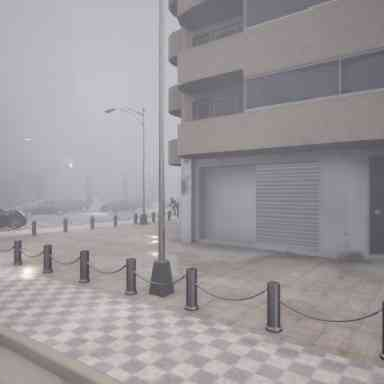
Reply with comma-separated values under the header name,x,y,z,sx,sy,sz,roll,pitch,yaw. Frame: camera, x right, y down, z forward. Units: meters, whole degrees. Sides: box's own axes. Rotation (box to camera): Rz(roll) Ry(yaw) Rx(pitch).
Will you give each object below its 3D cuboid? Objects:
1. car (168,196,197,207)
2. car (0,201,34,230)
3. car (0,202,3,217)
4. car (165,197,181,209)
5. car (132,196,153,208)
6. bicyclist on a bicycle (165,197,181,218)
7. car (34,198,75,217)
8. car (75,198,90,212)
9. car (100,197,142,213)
name,x,y,z,sx,sy,sz,roll,pitch,yaw
car,-1.382,1.449,51.286,1.837,1.490,4.892,0,0,36
car,-11.798,1.296,18.706,2.097,1.767,4.553,0,0,36
car,-18.580,1.545,27.608,1.895,1.301,4.718,0,0,36
car,-2.118,1.508,44.334,1.994,1.385,4.181,0,0,36
car,-7.236,1.296,43.234,2.097,1.767,4.553,0,0,36
bicyclist on a bicycle,-1.503,1.246,26.473,1.656,1.620,0.582,0,0,36
car,-13.203,1.436,29.043,2.128,1.511,4.902,0,0,36
car,-13.100,1.449,35.149,1.837,1.490,4.892,0,0,36
car,-7.972,1.508,36.262,1.994,1.385,4.181,0,0,36
